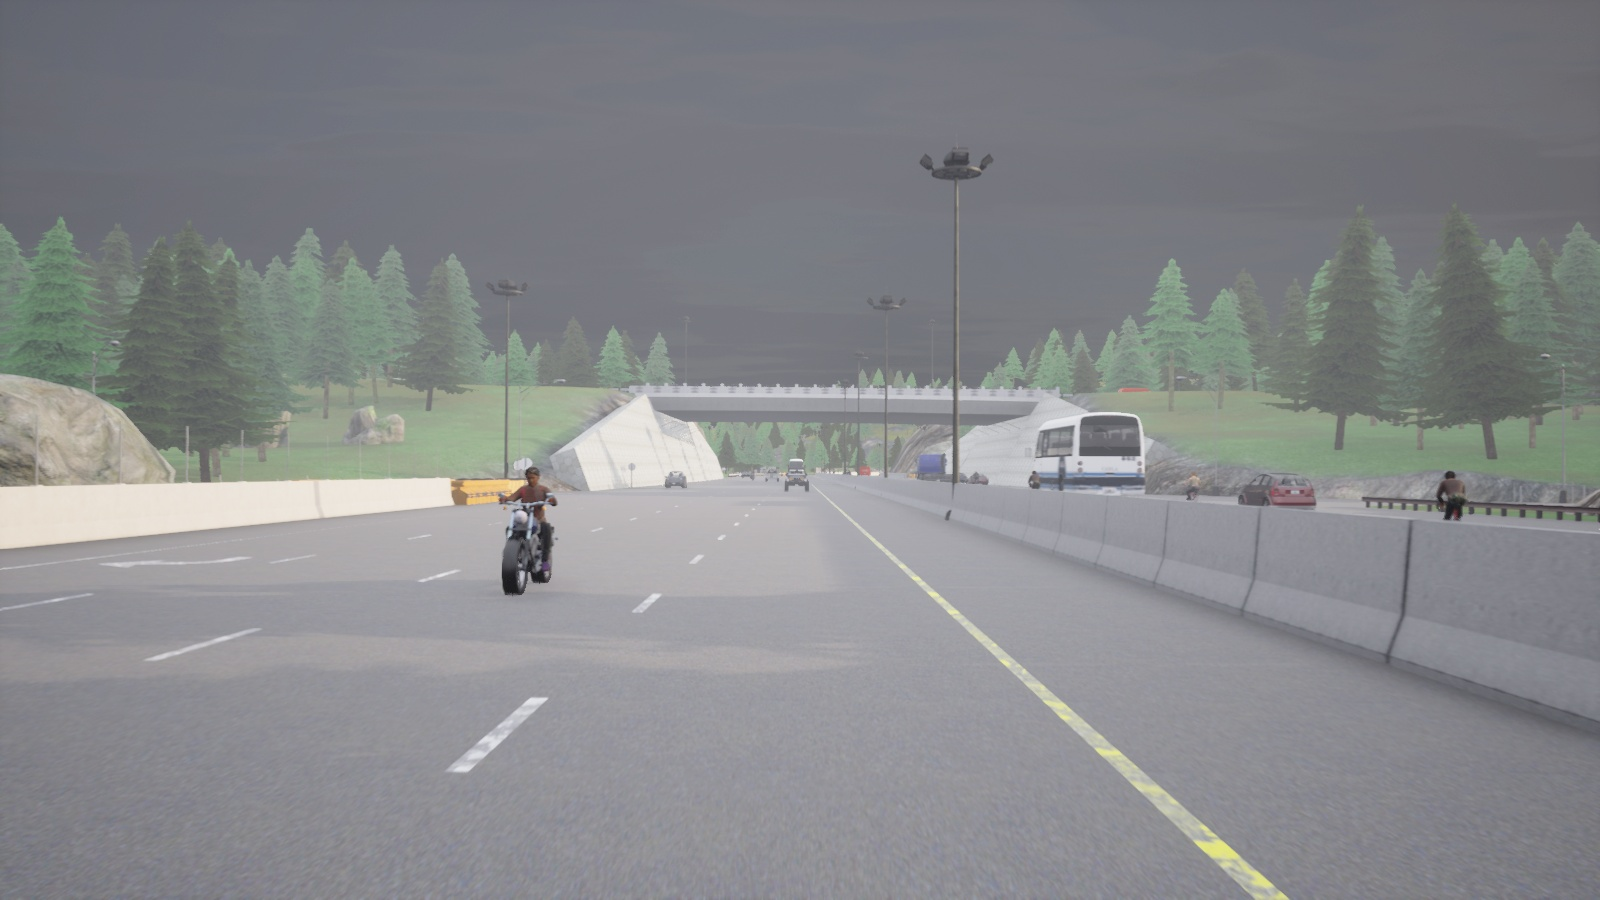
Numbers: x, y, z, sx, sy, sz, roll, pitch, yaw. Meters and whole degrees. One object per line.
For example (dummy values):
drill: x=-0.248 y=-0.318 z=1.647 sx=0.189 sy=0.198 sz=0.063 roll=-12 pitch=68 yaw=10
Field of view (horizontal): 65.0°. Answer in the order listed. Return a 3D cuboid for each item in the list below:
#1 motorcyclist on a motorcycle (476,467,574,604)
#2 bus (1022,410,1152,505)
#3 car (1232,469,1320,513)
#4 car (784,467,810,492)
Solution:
motorcyclist on a motorcycle: x=-3.540 y=1.054 z=16.386 sx=0.766 sy=1.649 sz=2.350 roll=0 pitch=-1 yaw=0
bus: x=13.845 y=0.416 z=61.727 sx=3.944 sy=4.253 sz=10.273 roll=0 pitch=-1 yaw=0
car: x=17.389 y=1.489 z=46.010 sx=1.789 sy=1.549 sz=3.705 roll=0 pitch=-1 yaw=0
car: x=-0.230 y=2.192 z=94.453 sx=1.905 sy=1.878 sz=3.866 roll=0 pitch=-1 yaw=0
